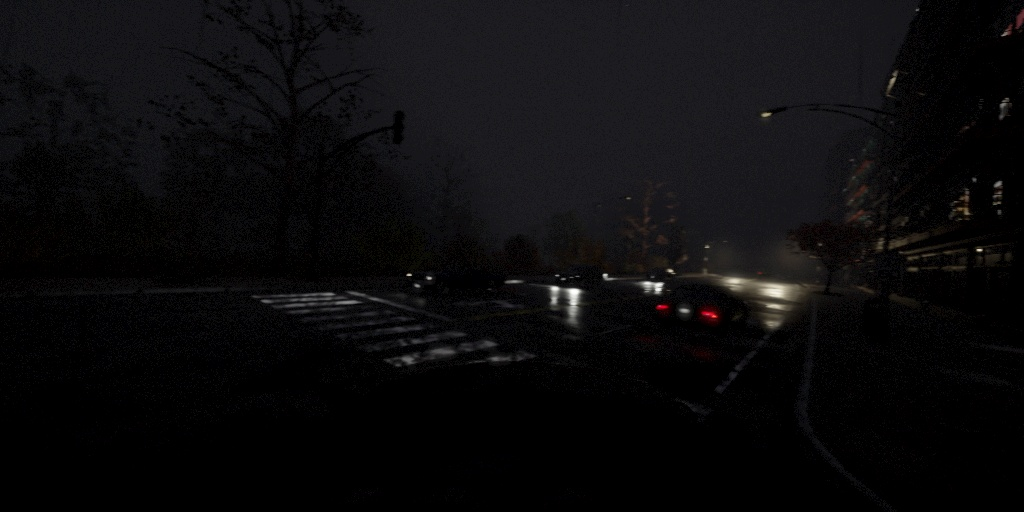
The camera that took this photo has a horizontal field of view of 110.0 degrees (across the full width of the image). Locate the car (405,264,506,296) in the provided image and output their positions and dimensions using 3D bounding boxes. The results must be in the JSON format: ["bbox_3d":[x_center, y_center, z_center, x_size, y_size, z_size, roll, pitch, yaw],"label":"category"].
[{"bbox_3d":[-2.488,1.014,16.567,1.895,1.301,4.718,5,1,41],"label":"car"}]

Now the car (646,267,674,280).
[{"bbox_3d":[15.920,1.969,38.395,2.128,1.511,4.902,5,1,40],"label":"car"}]

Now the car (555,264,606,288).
[{"bbox_3d":[4.913,1.346,25.224,1.837,1.490,4.892,5,1,40],"label":"car"}]

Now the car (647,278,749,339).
[{"bbox_3d":[6.361,1.652,11.760,2.033,1.411,5.357,5,1,41],"label":"car"}]
